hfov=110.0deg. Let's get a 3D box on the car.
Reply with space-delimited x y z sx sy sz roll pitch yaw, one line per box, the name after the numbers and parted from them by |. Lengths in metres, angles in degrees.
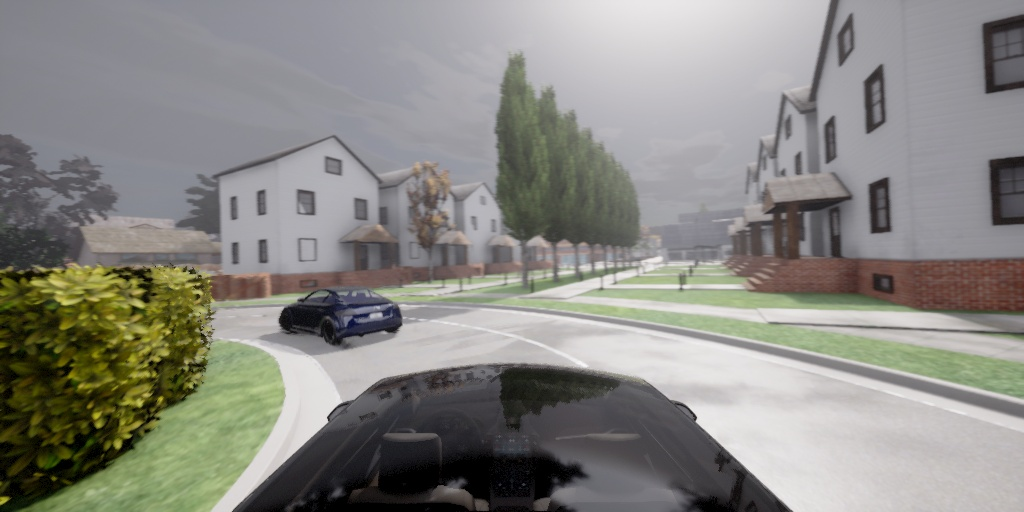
-5.097 1.585 10.547 4.181 1.385 1.994 -3 -1 38 | car
